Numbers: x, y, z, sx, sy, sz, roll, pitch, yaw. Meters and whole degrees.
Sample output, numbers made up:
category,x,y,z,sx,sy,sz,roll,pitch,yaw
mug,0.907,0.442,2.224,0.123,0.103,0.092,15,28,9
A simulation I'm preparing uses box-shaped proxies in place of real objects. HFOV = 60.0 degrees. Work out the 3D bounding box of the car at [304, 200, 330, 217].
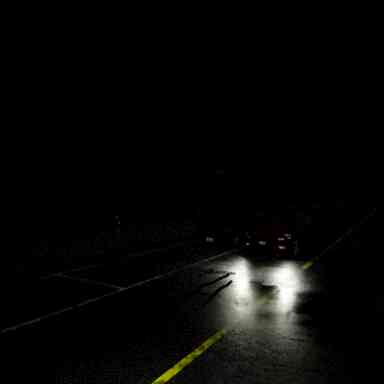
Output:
category,x,y,z,sx,sy,sz,roll,pitch,yaw
car,10.644,1.582,29.458,1.802,1.307,4.206,0,0,32

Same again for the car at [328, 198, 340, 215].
category,x,y,z,sx,sy,sz,roll,pitch,yaw
car,13.571,1.566,34.144,1.947,1.339,4.313,0,0,32

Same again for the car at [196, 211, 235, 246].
category,x,y,z,sx,sy,sz,roll,pitch,yaw
car,1.865,1.566,15.398,1.947,1.339,4.313,0,0,32

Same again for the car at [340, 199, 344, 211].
category,x,y,z,sx,sy,sz,roll,pitch,yaw
car,16.497,1.441,38.830,1.967,1.590,4.097,0,0,32

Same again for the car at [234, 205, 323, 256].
category,x,y,z,sx,sy,sz,roll,pitch,yaw
car,3.736,1.477,13.548,1.882,1.535,5.008,0,0,32
